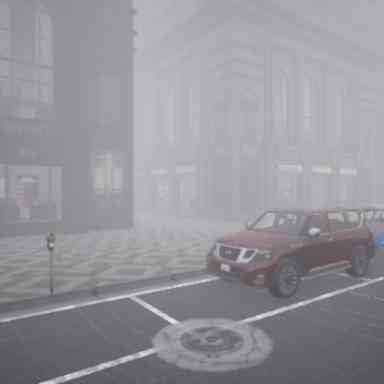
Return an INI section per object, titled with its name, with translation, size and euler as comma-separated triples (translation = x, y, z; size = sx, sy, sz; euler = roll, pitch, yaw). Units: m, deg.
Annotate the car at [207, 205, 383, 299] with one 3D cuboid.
[car]
translation = 2.764, 1.305, 8.625
size = 5.009, 1.841, 2.192
euler = 0, 0, -36
